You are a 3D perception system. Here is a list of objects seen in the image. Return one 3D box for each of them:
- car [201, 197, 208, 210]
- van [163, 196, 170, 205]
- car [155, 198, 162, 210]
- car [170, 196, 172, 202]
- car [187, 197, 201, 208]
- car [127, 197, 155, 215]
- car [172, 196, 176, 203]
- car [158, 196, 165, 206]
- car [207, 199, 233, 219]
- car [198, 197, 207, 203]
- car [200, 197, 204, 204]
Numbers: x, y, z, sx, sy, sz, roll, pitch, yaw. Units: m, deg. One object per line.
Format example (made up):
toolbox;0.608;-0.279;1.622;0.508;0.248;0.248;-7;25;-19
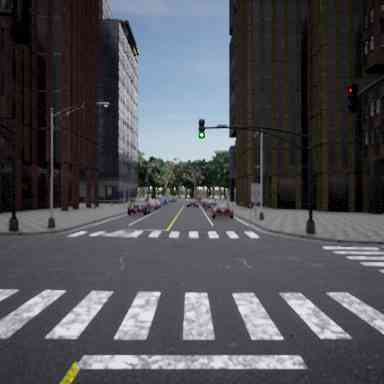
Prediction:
car;2.734;1.834;47.653;2.008;1.369;4.403;0;0;0
van;-5.801;1.725;63.963;1.690;1.788;3.998;0;0;0
car;-5.791;1.865;47.648;1.802;1.307;4.206;0;0;0
car;-5.804;1.968;69.399;2.008;1.369;4.403;0;0;0
car;0.069;1.930;55.234;1.895;1.301;4.718;0;0;0
car;-5.785;1.532;36.775;2.192;1.841;5.009;0;0;0
car;-5.814;2.088;85.711;1.947;1.339;4.313;0;0;0
car;-5.794;1.840;52.917;1.752;1.417;4.829;0;0;0
car;2.744;1.624;31.342;1.967;1.590;4.097;0;0;0
car;2.711;2.073;85.716;2.008;1.369;4.403;0;0;0
car;2.731;1.861;53.091;1.887;1.381;4.507;0;0;0
